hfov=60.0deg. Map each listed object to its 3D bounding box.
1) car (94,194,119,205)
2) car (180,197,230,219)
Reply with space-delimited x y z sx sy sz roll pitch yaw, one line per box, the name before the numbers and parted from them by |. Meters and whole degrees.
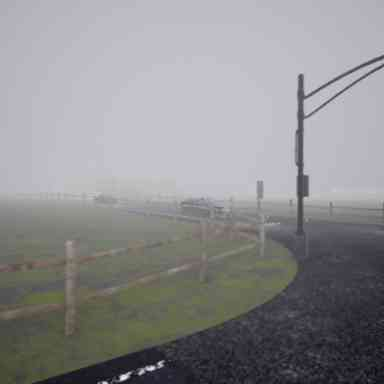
car | -10.844 0.884 41.992 1.994 1.385 4.181 0 1 -35
car | 0.999 1.176 25.355 2.128 1.511 4.902 0 1 -35
